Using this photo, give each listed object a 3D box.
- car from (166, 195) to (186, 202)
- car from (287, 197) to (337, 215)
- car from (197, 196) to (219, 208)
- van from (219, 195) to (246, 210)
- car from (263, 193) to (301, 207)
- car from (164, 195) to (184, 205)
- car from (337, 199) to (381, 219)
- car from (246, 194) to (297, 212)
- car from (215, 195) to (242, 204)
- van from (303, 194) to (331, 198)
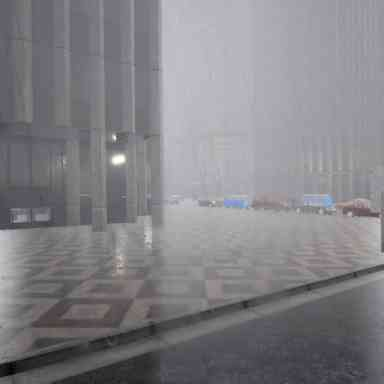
[{"bbox_3d":[-3.359,1.257,69.753,2.008,1.369,4.403,-1,1,-36],"label":"car"},{"bbox_3d":[12.210,1.549,33.351,2.008,1.369,4.403,-1,1,-36],"label":"car"},{"bbox_3d":[2.557,1.371,46.825,1.967,1.590,4.097,-1,1,-36],"label":"car"},{"bbox_3d":[5.773,1.294,42.333,1.690,1.788,3.998,-1,1,-36],"label":"van"},{"bbox_3d":[12.717,1.130,47.287,2.192,1.841,5.009,-1,1,-36],"label":"car"},{"bbox_3d":[-3.878,1.439,55.810,2.008,1.369,4.403,-1,1,-36],"label":"car"},{"bbox_3d":[15.428,1.567,28.859,1.887,1.381,4.507,-1,1,-36],"label":"car"},{"bbox_3d":[8.991,1.290,37.840,2.192,1.841,5.009,-1,1,-36],"label":"car"},{"bbox_3d":[6.188,1.296,56.413,1.752,1.417,4.829,-1,1,-36],"label":"car"},{"bbox_3d":[15.933,1.178,42.795,1.690,1.788,3.998,-1,1,-36],"label":"van"}]
